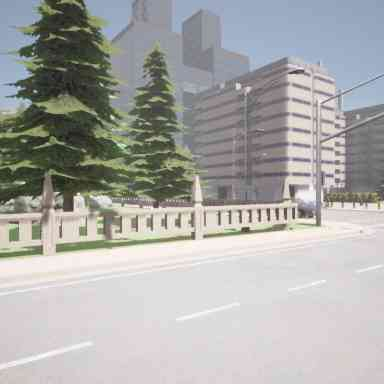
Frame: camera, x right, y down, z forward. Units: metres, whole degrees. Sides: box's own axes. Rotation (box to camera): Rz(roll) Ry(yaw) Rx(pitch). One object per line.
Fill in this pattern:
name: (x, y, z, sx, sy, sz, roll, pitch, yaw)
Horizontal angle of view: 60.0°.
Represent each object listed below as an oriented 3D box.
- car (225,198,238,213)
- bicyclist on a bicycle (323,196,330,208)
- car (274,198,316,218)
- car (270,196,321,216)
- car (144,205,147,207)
car: (5.131, 1.478, 41.320, 1.882, 1.535, 5.008, 0, 0, -35)
bicyclist on a bicycle: (17.409, 1.302, 43.008, 1.656, 1.620, 0.582, 0, 0, -35)
car: (8.915, 1.505, 29.969, 1.837, 1.490, 4.892, 0, 0, -35)
car: (10.453, 1.352, 33.844, 2.097, 1.767, 4.553, 0, 0, -35)
car: (-5.790, 1.491, 50.655, 2.128, 1.511, 4.902, 0, 0, -35)
